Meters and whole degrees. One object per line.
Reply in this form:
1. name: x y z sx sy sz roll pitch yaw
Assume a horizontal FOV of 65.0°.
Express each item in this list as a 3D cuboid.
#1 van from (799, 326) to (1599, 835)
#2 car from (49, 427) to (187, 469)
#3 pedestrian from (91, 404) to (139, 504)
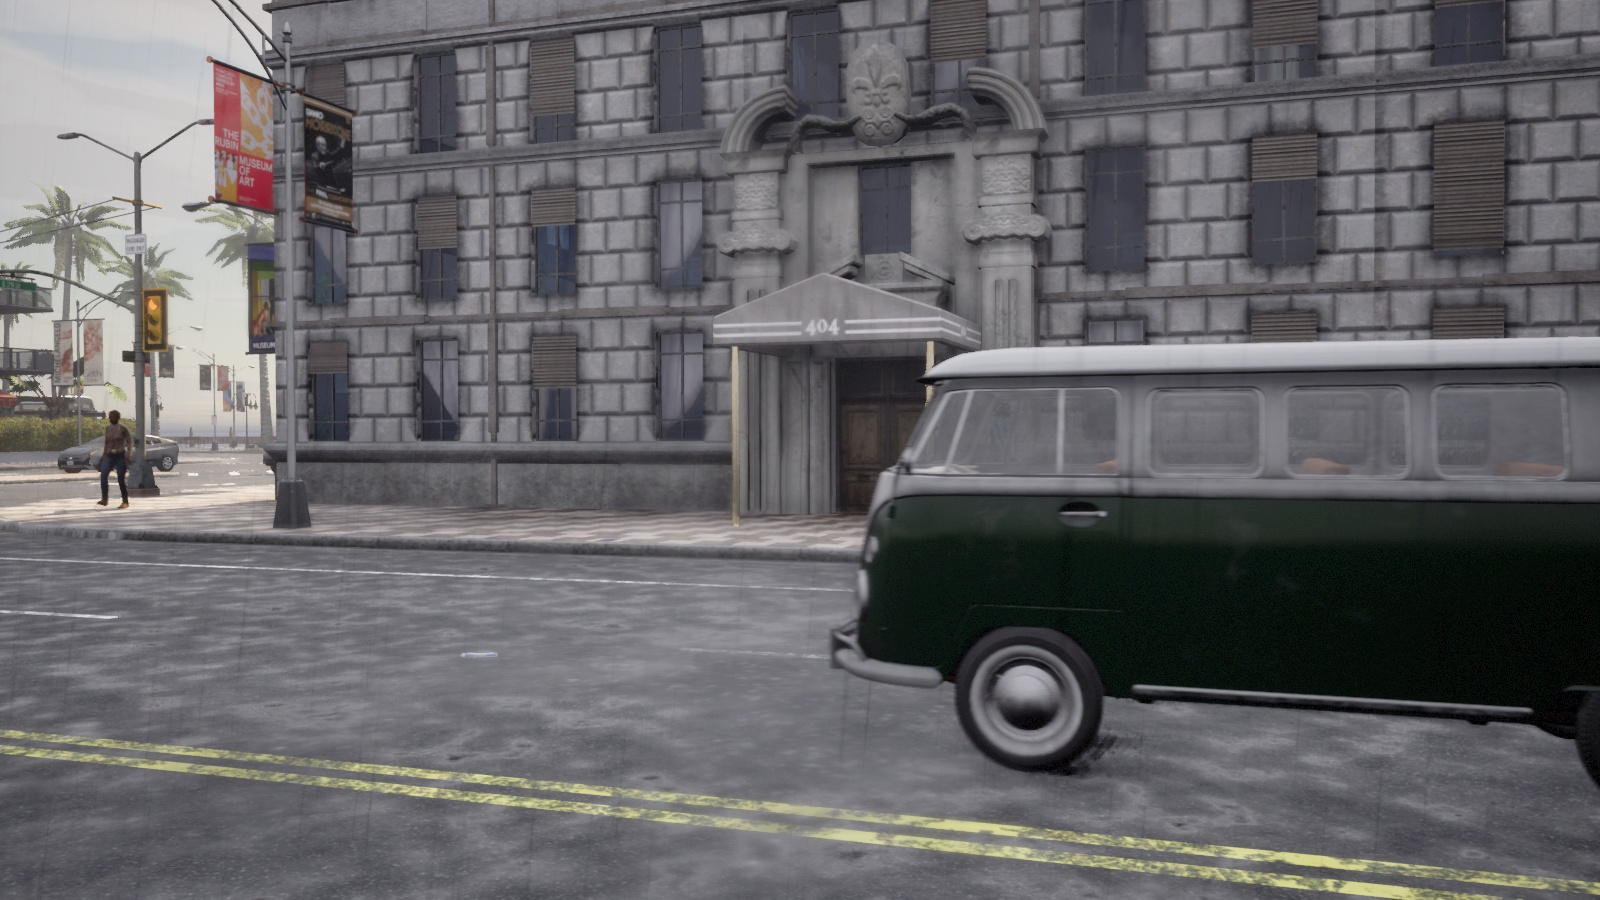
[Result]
1. van: 2.386 0.491 6.081 4.442 1.987 1.775 1 1 19
2. car: -26.233 -0.102 48.491 2.007 1.525 4.514 1 1 19
3. pedestrian: -12.526 0.068 22.981 0.328 1.805 0.869 0 1 6
